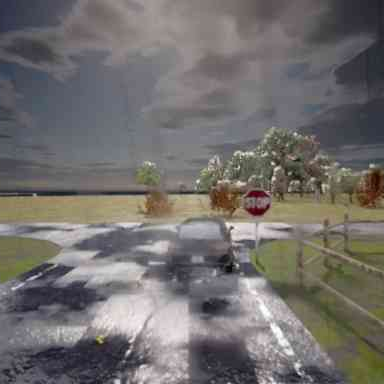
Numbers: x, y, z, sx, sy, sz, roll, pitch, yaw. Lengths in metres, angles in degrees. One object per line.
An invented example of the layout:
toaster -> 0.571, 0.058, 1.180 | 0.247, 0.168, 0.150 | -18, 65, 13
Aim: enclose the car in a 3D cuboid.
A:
car -> 0.369, 1.512, 10.568 | 1.812, 1.442, 4.674 | 0, 0, 6
